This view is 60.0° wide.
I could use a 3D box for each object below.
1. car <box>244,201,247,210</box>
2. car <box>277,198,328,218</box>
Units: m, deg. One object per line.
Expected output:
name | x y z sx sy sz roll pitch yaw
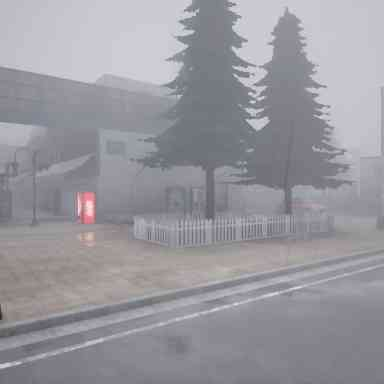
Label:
car | 3.932 1.210 39.079 2.150 2.045 5.566 0 0 -34
car | 9.957 1.339 30.129 2.097 1.767 4.553 0 0 -34
